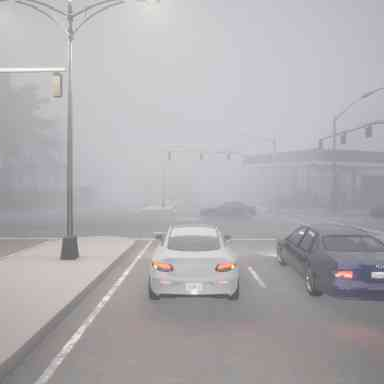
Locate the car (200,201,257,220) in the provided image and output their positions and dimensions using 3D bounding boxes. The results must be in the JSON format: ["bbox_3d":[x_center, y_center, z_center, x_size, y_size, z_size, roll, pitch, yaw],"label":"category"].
[{"bbox_3d":[2.995,1.500,27.534,4.674,1.442,1.812,0,0,0],"label":"car"}]

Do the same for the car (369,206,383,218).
[{"bbox_3d":[17.420,1.483,27.755,5.008,1.535,1.882,0,0,-2],"label":"car"}]

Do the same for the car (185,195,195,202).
[{"bbox_3d":[-0.456,1.436,72.834,1.812,1.442,4.674,0,0,0],"label":"car"}]

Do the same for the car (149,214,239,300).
[{"bbox_3d":[0.036,1.517,8.217,1.812,1.442,4.674,0,0,0],"label":"car"}]

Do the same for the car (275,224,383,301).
[{"bbox_3d":[3.515,1.546,8.522,2.033,1.411,5.357,0,0,3],"label":"car"}]

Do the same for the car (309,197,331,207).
[{"bbox_3d":[18.651,1.439,48.640,1.970,1.475,3.806,0,0,0],"label":"car"}]

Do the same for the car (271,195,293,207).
[{"bbox_3d":[12.911,1.266,47.841,2.242,1.667,4.611,0,0,0],"label":"car"}]
